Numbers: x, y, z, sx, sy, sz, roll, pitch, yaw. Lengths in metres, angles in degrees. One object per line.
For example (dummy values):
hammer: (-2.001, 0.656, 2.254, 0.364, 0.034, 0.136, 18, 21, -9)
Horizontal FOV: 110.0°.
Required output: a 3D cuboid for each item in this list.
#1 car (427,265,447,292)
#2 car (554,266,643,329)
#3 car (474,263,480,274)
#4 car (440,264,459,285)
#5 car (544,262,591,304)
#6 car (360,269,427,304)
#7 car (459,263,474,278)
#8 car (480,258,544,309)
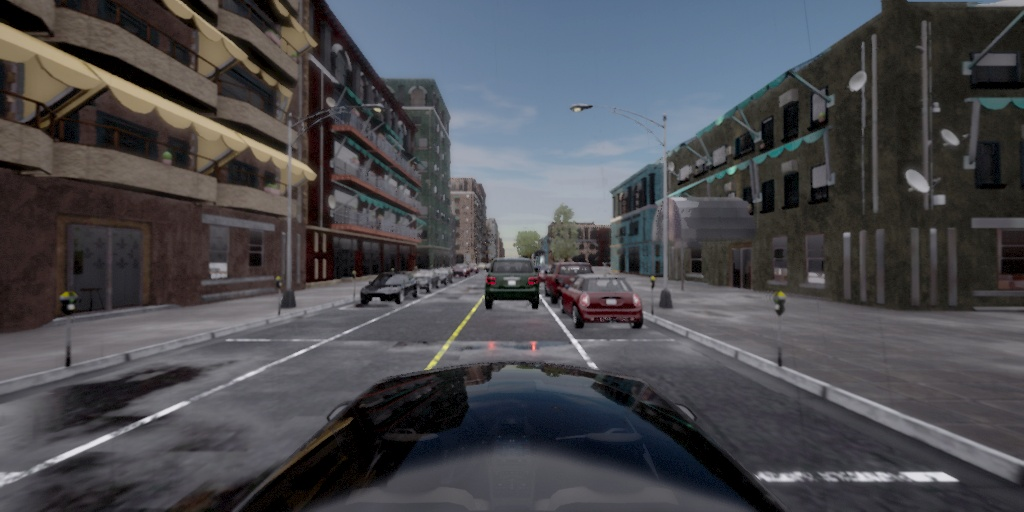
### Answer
car: (-5.686, 1.498, 22.727, 2.007, 1.370, 4.403, 0, 0, 0)
car: (2.692, 1.283, 11.649, 1.967, 1.591, 4.097, 0, 0, 0)
car: (-5.682, 1.679, 50.421, 1.967, 1.591, 4.097, 0, 0, 0)
car: (-5.686, 1.554, 28.266, 2.007, 1.370, 4.403, 0, 0, 0)
car: (2.693, 1.209, 17.188, 2.192, 1.841, 5.009, 0, 0, 0)
car: (-5.688, 1.460, 17.190, 1.948, 1.339, 4.313, 0, 0, 0)
car: (-5.684, 1.560, 39.342, 1.967, 1.591, 4.097, 0, 0, 0)
car: (0.003, 1.099, 15.865, 2.150, 2.045, 5.566, 0, 0, 0)
